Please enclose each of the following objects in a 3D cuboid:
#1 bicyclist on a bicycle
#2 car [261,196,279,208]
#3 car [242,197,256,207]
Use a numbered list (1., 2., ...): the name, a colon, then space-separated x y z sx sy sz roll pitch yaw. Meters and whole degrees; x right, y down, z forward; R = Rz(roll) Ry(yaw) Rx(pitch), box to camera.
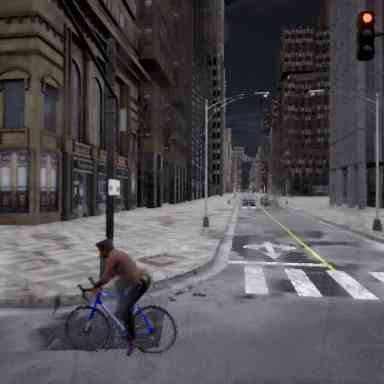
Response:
1. bicyclist on a bicycle: -1.042 1.494 4.710 1.656 1.620 0.582 -3 -1 8
2. car: 11.155 1.433 46.991 1.812 1.442 4.674 0 0 9
3. car: 8.554 1.434 50.147 2.033 1.411 5.357 0 0 8
